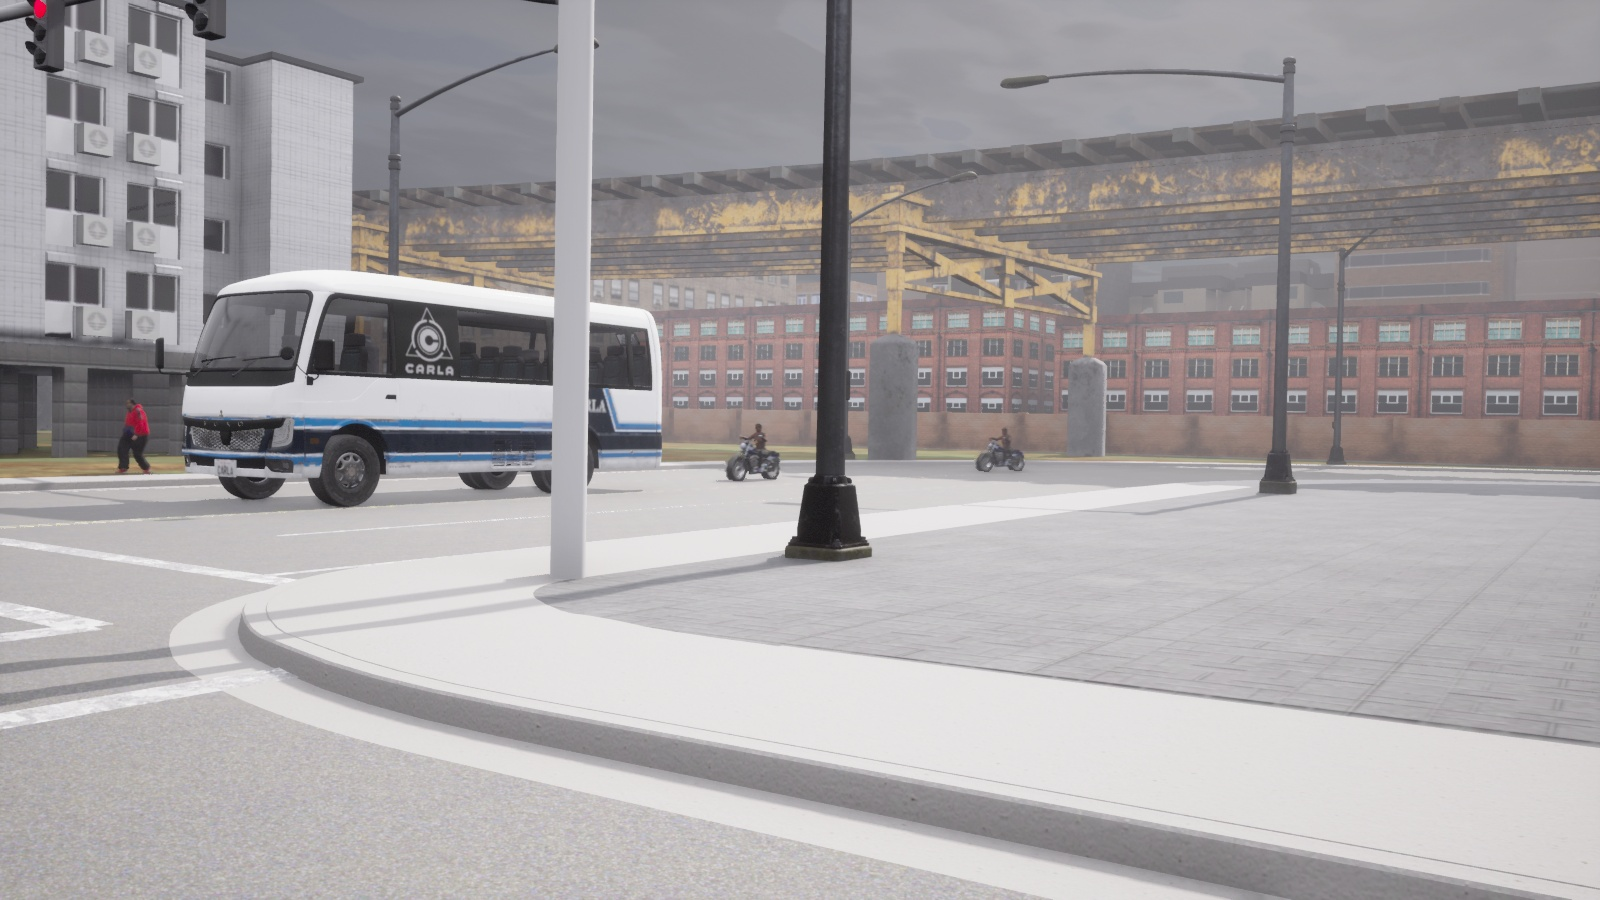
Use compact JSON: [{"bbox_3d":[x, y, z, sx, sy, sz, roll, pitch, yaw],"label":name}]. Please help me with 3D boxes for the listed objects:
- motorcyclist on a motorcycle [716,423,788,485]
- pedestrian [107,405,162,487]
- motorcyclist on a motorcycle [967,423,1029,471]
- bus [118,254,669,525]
[{"bbox_3d":[-1.295,0.081,34.582,0.766,1.649,2.350,1,2,33],"label":"motorcyclist on a motorcycle"},{"bbox_3d":[-15.186,-0.094,28.666,0.634,1.844,0.899,1,1,33],"label":"pedestrian"},{"bbox_3d":[7.138,-0.129,45.135,2.350,1.649,0.766,-1,2,-37],"label":"motorcyclist on a motorcycle"},{"bbox_3d":[-7.391,-1.054,25.062,3.944,4.253,10.273,1,1,33],"label":"bus"}]
